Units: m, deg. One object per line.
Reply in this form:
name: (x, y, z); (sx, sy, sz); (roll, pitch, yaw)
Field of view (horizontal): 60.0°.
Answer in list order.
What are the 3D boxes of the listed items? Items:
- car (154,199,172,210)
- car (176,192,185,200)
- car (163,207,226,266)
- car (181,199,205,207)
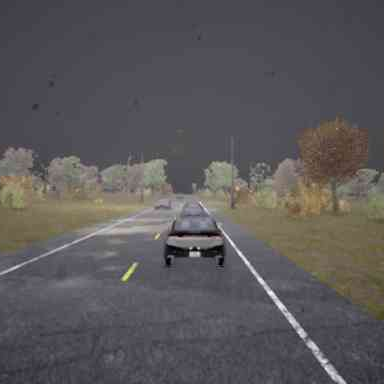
car: (-3.585, 1.570, 41.874); (1.994, 1.385, 4.181); (0, 0, 0)
car: (-3.441, 1.412, 90.487); (1.837, 1.490, 4.892); (0, 0, 0)
car: (0.085, 1.490, 11.497); (2.128, 1.511, 4.902); (0, 0, 0)
car: (0.089, 1.564, 27.076); (1.994, 1.385, 4.181); (0, 0, 0)
